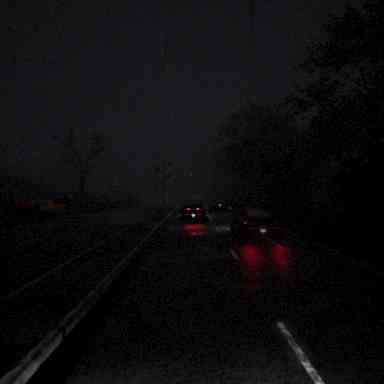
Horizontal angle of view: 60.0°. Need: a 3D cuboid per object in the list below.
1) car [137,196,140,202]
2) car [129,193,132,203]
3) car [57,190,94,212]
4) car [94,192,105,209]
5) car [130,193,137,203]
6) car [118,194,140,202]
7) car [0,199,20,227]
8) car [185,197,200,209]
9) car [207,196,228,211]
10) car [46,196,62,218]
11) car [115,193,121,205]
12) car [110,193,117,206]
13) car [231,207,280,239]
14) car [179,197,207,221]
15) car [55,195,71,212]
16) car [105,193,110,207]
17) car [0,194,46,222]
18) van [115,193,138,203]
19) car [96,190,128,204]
[{"bbox_3d":[-13.740,1.156,65.942,5.566,2.045,2.435,-1,0,-20],"label":"car"},{"bbox_3d":[-13.789,1.433,59.909,4.674,1.452,2.002,-1,0,-20],"label":"car"},{"bbox_3d":[-13.844,1.115,35.881,5.566,2.045,2.435,-1,0,-20],"label":"car"},{"bbox_3d":[-13.785,1.235,41.908,4.553,1.767,2.185,-1,0,-20],"label":"car"},{"bbox_3d":[-13.811,1.149,62.906,5.566,2.045,2.435,-1,0,-20],"label":"car"},{"bbox_3d":[-13.651,1.297,71.956,4.553,1.767,2.185,-1,0,-19],"label":"car"},{"bbox_3d":[-13.796,1.449,20.910,4.792,1.488,2.163,-1,0,-20],"label":"car"},{"bbox_3d":[0.068,1.397,42.854,1.812,1.442,4.674,0,0,0],"label":"car"},{"bbox_3d":[3.090,1.437,38.913,1.994,1.385,4.181,0,0,0],"label":"car"},{"bbox_3d":[-13.645,1.386,26.965,5.366,1.575,1.946,-1,0,-20],"label":"car"},{"bbox_3d":[-13.836,1.402,50.888,4.792,1.488,2.163,-1,0,-20],"label":"car"},{"bbox_3d":[-13.819,1.368,47.904,4.892,1.521,2.231,-1,0,-20],"label":"car"},{"bbox_3d":[3.096,1.479,16.782,1.812,1.442,4.674,0,0,0],"label":"car"},{"bbox_3d":[0.093,1.408,25.971,1.837,1.490,4.892,0,0,0],"label":"car"},{"bbox_3d":[-13.992,1.381,29.831,5.366,1.575,1.946,-1,0,-20],"label":"car"},{"bbox_3d":[-13.846,1.238,44.894,4.553,1.767,2.185,-1,0,-20],"label":"car"},{"bbox_3d":[-13.800,1.154,23.912,5.566,2.045,2.435,-1,0,-20],"label":"car"},{"bbox_3d":[-13.625,1.188,68.979,4.442,1.987,1.878,-1,0,-19],"label":"van"},{"bbox_3d":[-13.837,1.128,53.892,5.566,2.045,2.435,-1,0,-20],"label":"car"}]
